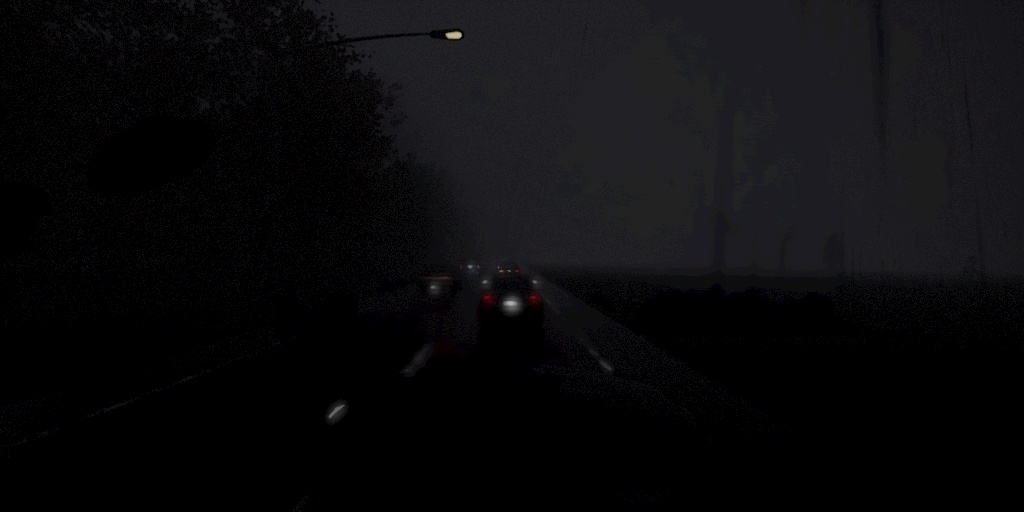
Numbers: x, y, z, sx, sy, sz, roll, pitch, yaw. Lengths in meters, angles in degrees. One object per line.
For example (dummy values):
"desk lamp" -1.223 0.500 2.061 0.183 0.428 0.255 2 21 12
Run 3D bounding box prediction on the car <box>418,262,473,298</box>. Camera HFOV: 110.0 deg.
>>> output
"car" -3.543 1.267 18.861 2.128 1.511 4.902 0 0 0

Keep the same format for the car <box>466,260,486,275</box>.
"car" -3.675 1.154 35.071 2.097 1.767 4.553 0 0 0

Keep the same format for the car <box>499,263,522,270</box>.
"car" -0.141 1.342 30.920 2.033 1.411 5.357 0 0 0

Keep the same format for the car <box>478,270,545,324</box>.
"car" -0.001 1.330 12.083 1.994 1.385 4.181 0 0 0
